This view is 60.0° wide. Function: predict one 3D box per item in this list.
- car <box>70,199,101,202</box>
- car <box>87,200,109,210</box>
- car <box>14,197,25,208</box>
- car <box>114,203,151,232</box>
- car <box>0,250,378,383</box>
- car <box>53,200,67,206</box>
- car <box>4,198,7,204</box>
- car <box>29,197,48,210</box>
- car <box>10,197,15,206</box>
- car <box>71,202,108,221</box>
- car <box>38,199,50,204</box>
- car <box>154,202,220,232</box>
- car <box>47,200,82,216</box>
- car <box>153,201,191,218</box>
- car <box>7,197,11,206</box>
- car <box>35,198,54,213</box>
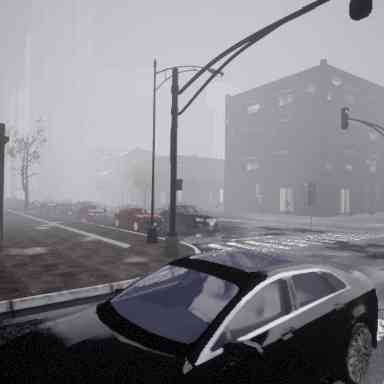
[{"bbox_3d":[-12.107,1.793,38.107,1.837,1.490,4.892,1,-1,-35],"label":"car"},{"bbox_3d":[-14.780,2.039,52.124,1.752,1.417,4.829,1,-1,-35],"label":"car"},{"bbox_3d":[-29.072,2.013,57.812,1.887,1.381,4.507,1,-1,-35],"label":"car"},{"bbox_3d":[-3.390,1.616,20.855,1.887,1.381,4.507,1,-1,-35],"label":"car"},{"bbox_3d":[0.317,1.492,3.647,4.902,1.511,2.128,0,0,-40],"label":"car"},{"bbox_3d":[-28.360,2.307,71.432,1.802,1.307,4.206,1,-1,-35],"label":"car"},{"bbox_3d":[-38.398,1.931,71.173,2.192,1.841,5.009,1,-1,-35],"label":"car"},{"bbox_3d":[-22.678,1.892,48.572,1.752,1.417,4.829,1,-1,-35],"label":"car"},{"bbox_3d":[-32.060,2.081,62.100,1.947,1.339,4.313,1,-1,-35],"label":"car"},{"bbox_3d":[-8.547,1.730,28.232,1.802,1.307,4.206,1,-1,-35],"label":"car"},{"bbox_3d":[-37.967,2.404,85.177,1.752,1.417,4.829,1,-1,-35],"label":"car"},{"bbox_3d":[-0.243,1.600,21.112,2.128,1.511,4.902,1,-1,-35],"label":"car"},{"bbox_3d":[-13.704,1.792,35.610,1.947,1.339,4.313,1,-1,-35],"label":"car"},{"bbox_3d":[-2.096,1.762,34.083,1.967,1.590,4.097,1,-1,-35],"label":"car"},{"bbox_3d":[-35.230,2.131,66.635,1.947,1.339,4.313,1,-1,-35],"label":"car"},{"bbox_3d":[-18.002,1.843,41.811,2.008,1.369,4.403,1,-1,-35],"label":"car"}]
